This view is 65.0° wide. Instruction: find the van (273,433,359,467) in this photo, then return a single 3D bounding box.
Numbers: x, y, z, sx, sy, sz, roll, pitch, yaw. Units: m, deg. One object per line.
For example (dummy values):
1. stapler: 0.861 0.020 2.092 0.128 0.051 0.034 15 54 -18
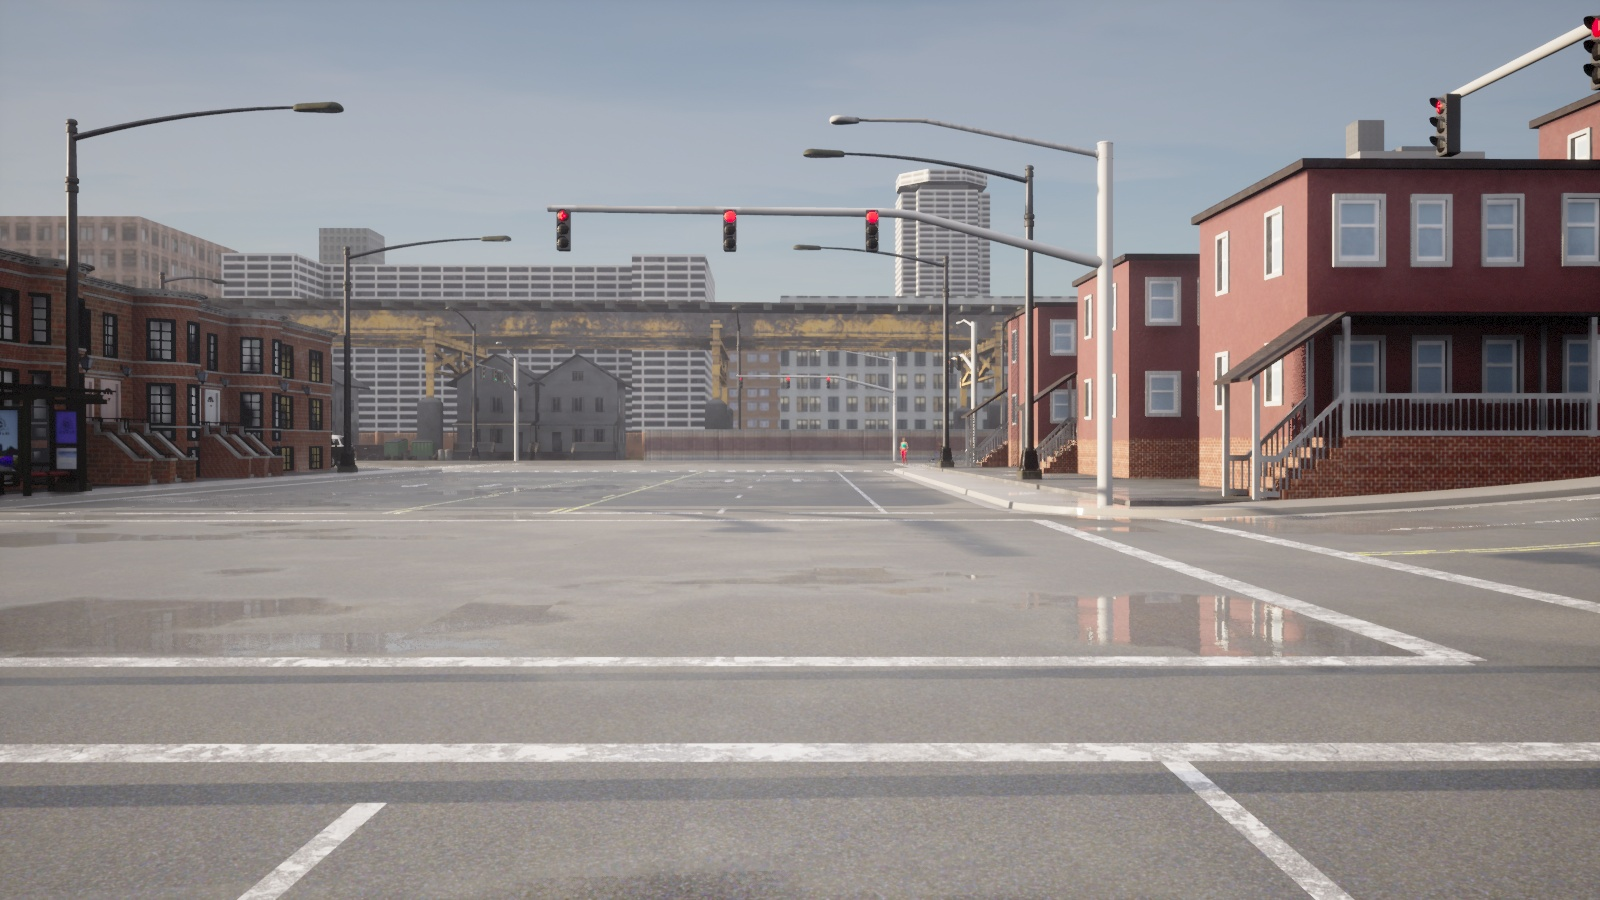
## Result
1. van: -29.763 0.010 77.297 4.480 2.038 2.069 0 0 0
